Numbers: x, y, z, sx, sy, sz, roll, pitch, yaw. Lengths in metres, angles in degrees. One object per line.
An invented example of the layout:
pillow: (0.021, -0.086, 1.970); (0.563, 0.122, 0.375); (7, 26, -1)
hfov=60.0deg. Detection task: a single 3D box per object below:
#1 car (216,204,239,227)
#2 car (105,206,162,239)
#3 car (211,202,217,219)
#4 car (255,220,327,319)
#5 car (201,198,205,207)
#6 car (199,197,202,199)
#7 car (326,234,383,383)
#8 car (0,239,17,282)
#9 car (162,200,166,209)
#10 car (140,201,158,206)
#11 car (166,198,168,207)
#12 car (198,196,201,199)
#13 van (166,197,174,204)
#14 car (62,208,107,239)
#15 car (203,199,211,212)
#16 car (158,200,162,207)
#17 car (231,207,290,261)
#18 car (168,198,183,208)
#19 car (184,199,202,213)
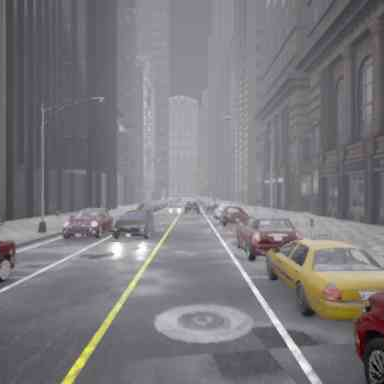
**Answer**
car: (3.146, 1.807, 25.500); (1.812, 1.442, 4.674); (0, -1, 0)
car: (-3.101, 1.756, 18.839); (2.033, 1.411, 5.357); (0, -1, 0)
car: (3.145, 1.883, 32.500); (1.812, 1.442, 4.674); (0, -1, 0)
car: (2.847, 1.610, 7.509); (1.752, 1.417, 4.829); (-1, -1, 0)
car: (2.843, 2.152, 58.126); (1.752, 1.417, 4.829); (-1, -1, 0)
car: (2.842, 2.289, 69.204); (2.008, 1.369, 4.403); (-1, -1, 0)
car: (2.845, 1.335, 1.717); (2.192, 1.841, 5.009); (-1, -1, 0)
car: (-5.678, 1.627, 7.330); (1.887, 1.381, 4.507); (-1, -1, 0)
car: (-5.682, 2.113, 52.325); (1.887, 1.381, 4.507); (-1, -1, 0)
car: (-5.681, 2.016, 41.075); (1.947, 1.339, 4.313); (-1, -1, 0)
car: (-5.683, 2.170, 57.950); (1.887, 1.381, 4.507); (-1, -1, 0)
car: (2.841, 2.392, 80.452); (1.887, 1.381, 4.507); (-1, -1, 0)
van: (-5.687, 2.242, 86.073); (1.690, 1.788, 3.998); (-1, -1, 0)
car: (-5.680, 1.646, 18.579); (1.967, 1.590, 4.097); (-1, -1, 0)
car: (2.844, 2.091, 46.707); (1.802, 1.307, 4.206); (-1, -1, 0)
car: (-5.682, 2.054, 46.701); (1.887, 1.381, 4.507); (-1, -1, 0)
car: (2.846, 1.584, 12.964); (1.967, 1.590, 4.097); (-1, -1, 0)
car: (-3.037, 2.247, 60.000); (1.895, 1.301, 4.718); (0, -1, 1)
car: (0.028, 1.988, 44.070); (1.837, 1.490, 4.892); (0, -2, 0)
